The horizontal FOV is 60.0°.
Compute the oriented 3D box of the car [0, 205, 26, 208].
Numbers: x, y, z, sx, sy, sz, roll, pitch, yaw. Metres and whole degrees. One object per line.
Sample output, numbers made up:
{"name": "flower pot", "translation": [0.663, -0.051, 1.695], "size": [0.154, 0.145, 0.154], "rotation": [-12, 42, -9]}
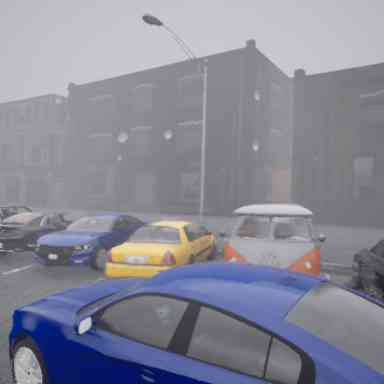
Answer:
{"name": "car", "translation": [-8.019, 1.342, 14.653], "size": [2.185, 1.767, 4.553], "rotation": [0, -1, 14]}

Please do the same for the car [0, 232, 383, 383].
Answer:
{"name": "car", "translation": [0.147, 1.476, 3.262], "size": [5.008, 1.535, 1.882], "rotation": [0, 0, 35]}

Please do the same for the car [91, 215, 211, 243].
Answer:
{"name": "car", "translation": [-0.538, 1.476, 9.676], "size": [1.946, 1.575, 5.366], "rotation": [0, -1, 15]}

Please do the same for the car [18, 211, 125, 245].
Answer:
{"name": "car", "translation": [-3.039, 1.474, 11.237], "size": [2.097, 1.535, 5.008], "rotation": [1, -1, 15]}

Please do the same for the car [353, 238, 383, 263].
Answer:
{"name": "car", "translation": [4.338, 1.512, 6.037], "size": [2.163, 1.488, 4.792], "rotation": [0, -1, 15]}

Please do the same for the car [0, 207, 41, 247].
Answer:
{"name": "car", "translation": [-5.528, 1.472, 12.946], "size": [2.231, 1.521, 4.892], "rotation": [0, -1, 15]}

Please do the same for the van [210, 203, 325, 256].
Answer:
{"name": "van", "translation": [1.853, 1.252, 7.642], "size": [1.878, 1.987, 4.442], "rotation": [1, -1, 15]}
